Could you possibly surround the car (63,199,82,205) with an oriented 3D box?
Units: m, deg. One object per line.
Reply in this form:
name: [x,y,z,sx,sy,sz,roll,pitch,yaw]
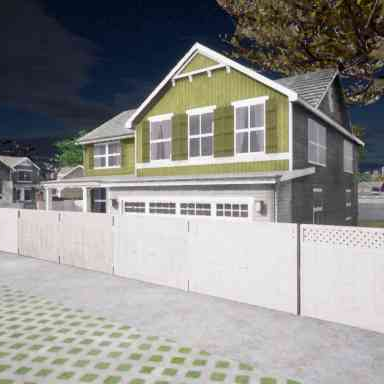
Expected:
car: [-15.146,1.637,41.373,1.837,1.490,4.892,0,0,19]
